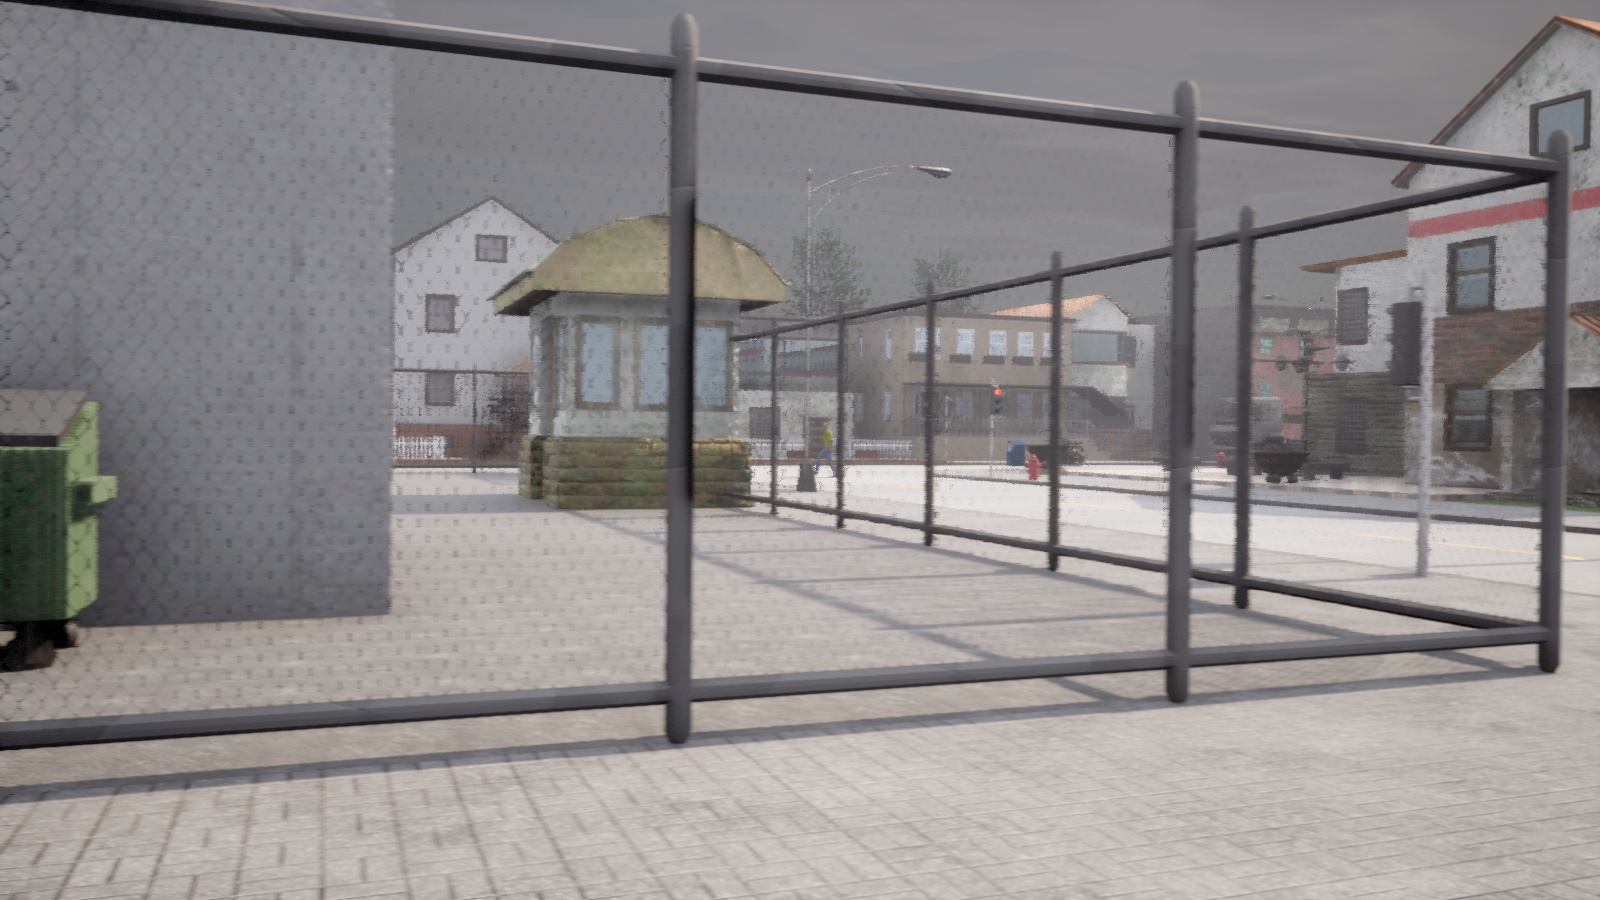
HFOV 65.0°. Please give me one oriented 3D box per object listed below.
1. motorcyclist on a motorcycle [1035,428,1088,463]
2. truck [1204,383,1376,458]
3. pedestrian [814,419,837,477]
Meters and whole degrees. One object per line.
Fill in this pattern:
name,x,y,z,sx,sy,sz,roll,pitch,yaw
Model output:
motorcyclist on a motorcycle,11.822,-0.219,56.748,2.191,1.530,0.866,-1,1,-21
truck,23.919,-1.440,61.333,7.936,3.462,2.891,-1,1,-21
pedestrian,0.815,-0.070,39.835,0.706,1.836,0.354,-1,1,-2
